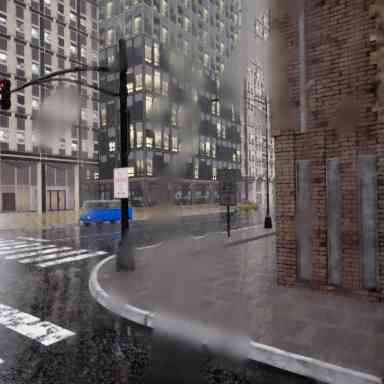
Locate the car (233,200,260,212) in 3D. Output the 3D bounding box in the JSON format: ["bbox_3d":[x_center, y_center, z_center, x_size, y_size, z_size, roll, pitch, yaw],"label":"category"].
[{"bbox_3d":[6.805,1.689,41.409,1.752,1.417,4.829,-2,-1,36],"label":"car"}]

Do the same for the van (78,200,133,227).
[{"bbox_3d":[-6.031,1.460,23.500,1.690,1.788,3.998,-2,-1,36],"label":"van"}]
